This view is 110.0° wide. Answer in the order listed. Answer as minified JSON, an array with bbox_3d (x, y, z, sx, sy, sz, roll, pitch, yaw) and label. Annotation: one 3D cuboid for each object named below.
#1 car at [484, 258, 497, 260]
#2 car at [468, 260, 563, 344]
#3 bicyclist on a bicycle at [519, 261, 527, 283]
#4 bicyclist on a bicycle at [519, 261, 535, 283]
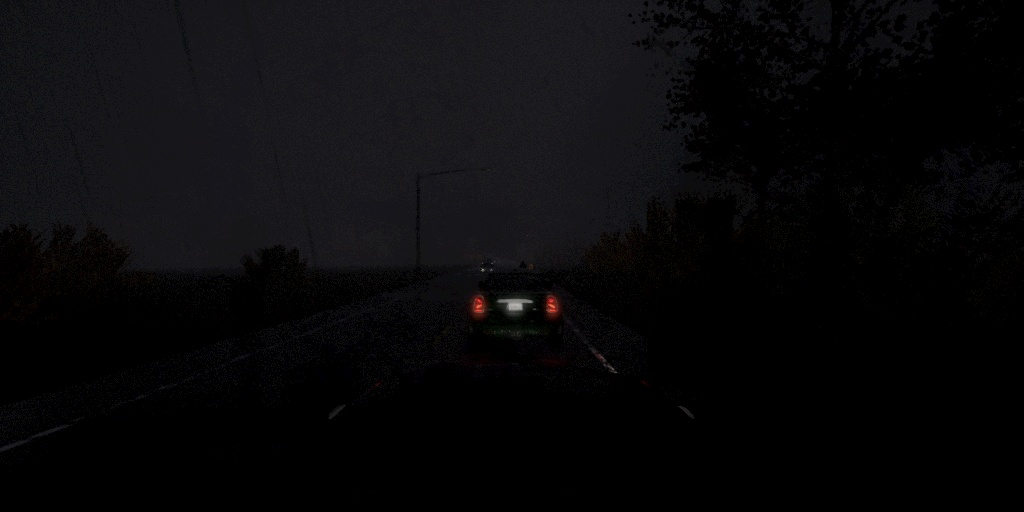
[{"bbox_3d":[-4.080,1.105,60.641,2.097,1.767,4.553,0,0,-1],"label":"car"},{"bbox_3d":[0.070,1.102,9.734,2.097,1.767,4.553,0,0,0],"label":"car"},{"bbox_3d":[0.833,1.201,27.195,0.582,1.620,1.656,0,0,0],"label":"bicyclist on a bicycle"},{"bbox_3d":[0.899,1.185,17.079,0.866,1.612,1.509,0,0,0],"label":"bicyclist on a bicycle"}]
